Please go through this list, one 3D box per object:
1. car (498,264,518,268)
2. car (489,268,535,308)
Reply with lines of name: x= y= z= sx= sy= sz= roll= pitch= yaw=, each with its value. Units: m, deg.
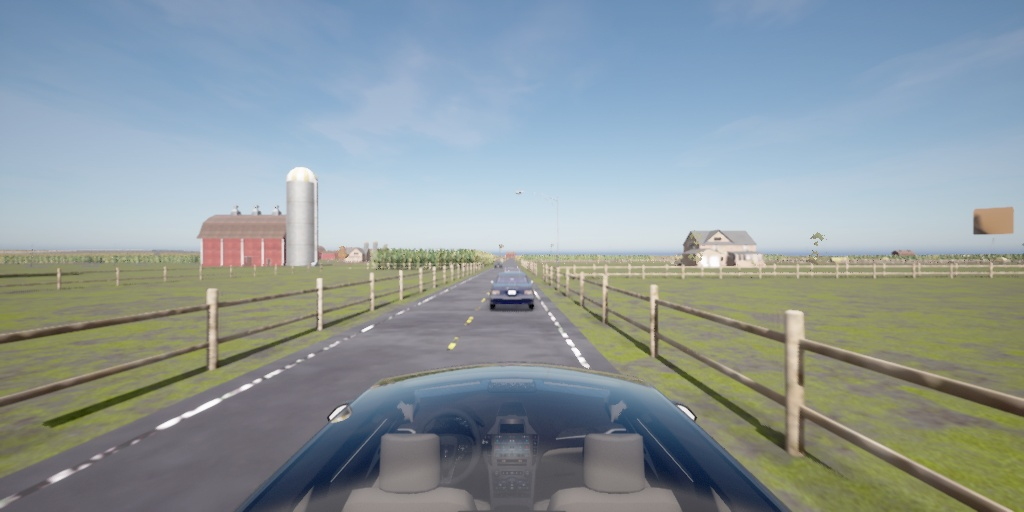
car: x=0.004 y=1.608 z=30.942 sx=1.895 sy=1.301 sz=4.718 roll=0 pitch=0 yaw=0
car: x=0.002 y=1.424 z=15.823 sx=2.033 sy=1.411 sz=5.357 roll=0 pitch=0 yaw=0
